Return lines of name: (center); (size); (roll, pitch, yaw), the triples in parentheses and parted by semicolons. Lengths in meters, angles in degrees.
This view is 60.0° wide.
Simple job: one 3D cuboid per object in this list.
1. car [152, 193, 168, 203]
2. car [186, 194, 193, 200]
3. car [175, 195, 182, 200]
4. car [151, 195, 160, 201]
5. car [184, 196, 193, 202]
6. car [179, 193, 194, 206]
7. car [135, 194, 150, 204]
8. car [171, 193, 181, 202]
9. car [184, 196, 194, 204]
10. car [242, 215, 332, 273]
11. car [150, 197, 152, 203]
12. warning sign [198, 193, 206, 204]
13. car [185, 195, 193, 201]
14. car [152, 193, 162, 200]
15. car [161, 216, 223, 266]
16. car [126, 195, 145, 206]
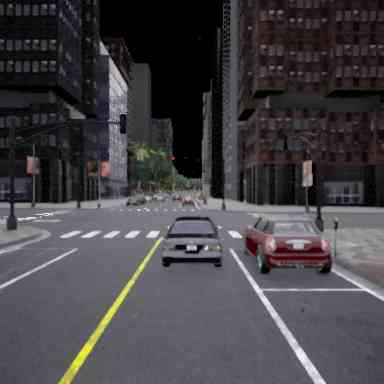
car: (-6.415, 1.475, 67.182); (1.812, 1.442, 4.674); (0, 0, 0)
car: (-0.813, 1.426, 95.371); (1.967, 1.590, 4.097); (0, 0, 0)
car: (-3.533, 1.461, 88.549); (1.812, 1.442, 4.674); (0, 0, 0)
car: (-9.276, 1.552, 84.483); (1.802, 1.307, 4.206); (0, 0, 0)
car: (-0.690, 1.502, 73.672); (1.887, 1.381, 4.507); (0, 0, 0)
car: (-0.568, 1.376, 51.972); (1.967, 1.590, 4.097); (0, 0, 0)
car: (-9.124, 1.256, 57.353); (2.192, 1.841, 5.009); (0, 0, 0)
car: (-3.477, 1.316, 78.511); (2.097, 1.767, 4.553); (0, 0, 0)
car: (-0.629, 1.528, 62.822); (1.802, 1.307, 4.206); (0, 0, 0)
car: (2.768, 1.425, 10.576); (1.967, 1.590, 4.097); (0, 0, 0)
car: (-9.183, 1.476, 68.035); (1.752, 1.417, 4.829); (0, 0, 0)
warning sign: (1.722, 1.055, 55.655); (1.300, 1.860, 1.060); (0, 0, 0)
car: (-0.752, 1.496, 84.692); (1.752, 1.417, 4.829); (0, 0, 0)
car: (-9.307, 1.293, 89.909); (2.192, 1.841, 5.009); (0, 0, 0)
car: (0.065, 1.531, 11.393); (2.033, 1.411, 5.357); (0, 0, 2)
car: (-9.093, 1.502, 51.927); (1.947, 1.339, 4.313); (0, 0, 0)
